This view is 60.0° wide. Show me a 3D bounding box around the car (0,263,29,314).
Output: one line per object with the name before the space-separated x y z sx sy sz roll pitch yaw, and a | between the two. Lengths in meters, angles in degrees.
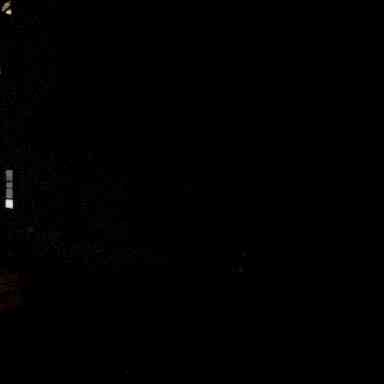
car | -5.104 1.552 6.533 4.829 1.417 1.752 0 0 36
